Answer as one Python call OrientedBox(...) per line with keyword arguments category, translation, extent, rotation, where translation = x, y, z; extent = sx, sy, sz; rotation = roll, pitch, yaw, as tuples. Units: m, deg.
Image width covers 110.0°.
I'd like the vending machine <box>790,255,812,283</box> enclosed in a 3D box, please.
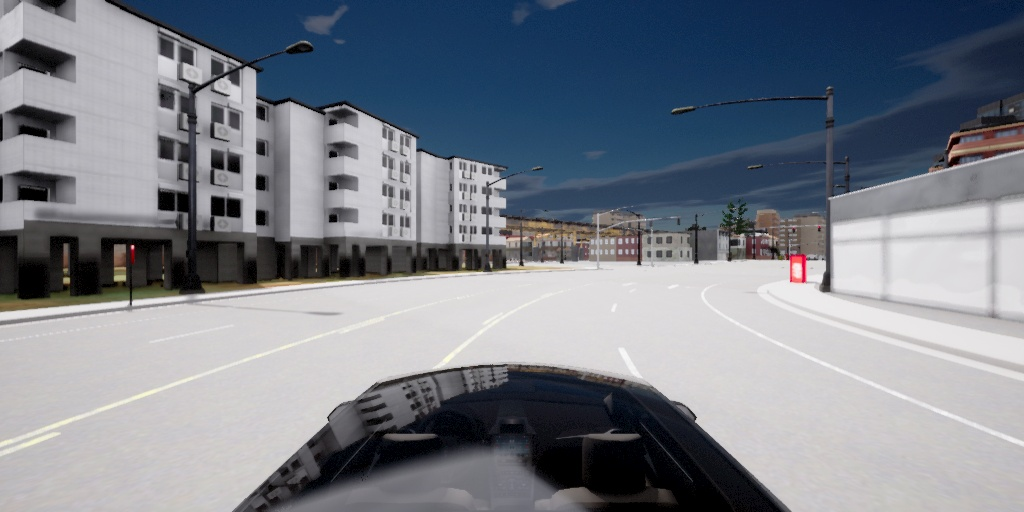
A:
OrientedBox(category="vending machine", translation=(19.584, 0.927, 24.520), extent=(0.880, 2.100, 1.100), rotation=(0, 0, -44))
